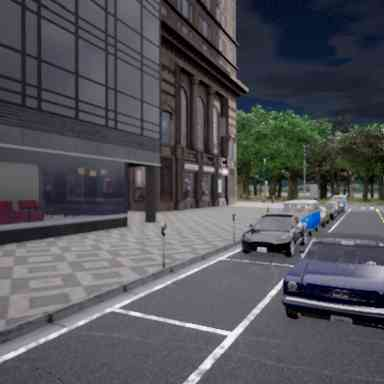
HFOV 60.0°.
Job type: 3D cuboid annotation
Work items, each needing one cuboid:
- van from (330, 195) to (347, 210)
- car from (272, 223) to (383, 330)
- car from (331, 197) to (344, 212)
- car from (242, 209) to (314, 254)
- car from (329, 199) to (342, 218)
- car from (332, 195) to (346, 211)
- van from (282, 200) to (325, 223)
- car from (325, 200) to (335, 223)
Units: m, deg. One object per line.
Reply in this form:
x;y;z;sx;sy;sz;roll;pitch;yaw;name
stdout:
18.521;1.312;41.946;1.690;1.788;3.998;0;0;28;van
3.247;1.594;6.917;1.895;1.301;4.718;0;0;28;car
13.386;1.502;32.167;1.752;1.417;4.829;0;0;28;car
3.353;1.558;13.061;1.947;1.339;4.313;0;0;28;car
10.937;1.546;27.503;1.947;1.339;4.313;0;0;28;car
15.993;1.414;37.132;1.967;1.590;4.097;0;0;28;car
5.880;1.329;17.875;1.690;1.788;3.998;0;0;28;van
8.330;1.509;22.539;1.752;1.417;4.829;0;0;28;car
